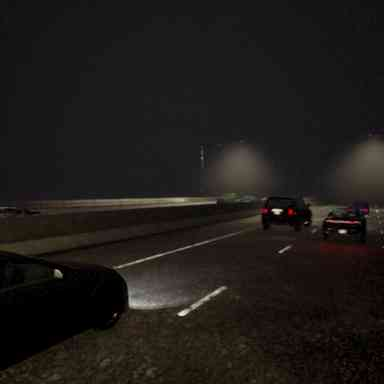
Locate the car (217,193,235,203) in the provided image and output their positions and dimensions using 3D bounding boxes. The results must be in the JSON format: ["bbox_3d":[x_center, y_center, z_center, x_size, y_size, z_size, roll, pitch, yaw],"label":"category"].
[{"bbox_3d":[6.397,1.262,58.271,2.150,2.045,5.566,1,0,29],"label":"car"}]

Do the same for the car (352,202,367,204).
[{"bbox_3d":[16.517,1.721,32.791,2.033,1.411,5.357,1,0,29],"label":"car"}]

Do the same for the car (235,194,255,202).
[{"bbox_3d":[9.503,1.453,56.661,2.097,1.767,4.553,1,0,29],"label":"car"}]

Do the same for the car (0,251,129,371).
[{"bbox_3d":[-2.794,1.525,4.733,1.994,1.385,4.181,1,0,29],"label":"car"}]

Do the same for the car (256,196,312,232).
[{"bbox_3d":[6.064,1.279,20.946,2.150,2.045,5.566,1,0,29],"label":"car"}]

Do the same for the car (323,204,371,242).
[{"bbox_3d":[7.921,1.573,17.050,2.128,1.511,4.902,1,0,29],"label":"car"}]

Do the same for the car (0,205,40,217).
[{"bbox_3d":[-9.301,1.369,15.140,2.128,1.511,4.902,1,0,29],"label":"car"}]

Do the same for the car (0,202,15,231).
[{"bbox_3d":[-12.167,1.334,17.192,2.128,1.511,4.902,1,0,29],"label":"car"}]
